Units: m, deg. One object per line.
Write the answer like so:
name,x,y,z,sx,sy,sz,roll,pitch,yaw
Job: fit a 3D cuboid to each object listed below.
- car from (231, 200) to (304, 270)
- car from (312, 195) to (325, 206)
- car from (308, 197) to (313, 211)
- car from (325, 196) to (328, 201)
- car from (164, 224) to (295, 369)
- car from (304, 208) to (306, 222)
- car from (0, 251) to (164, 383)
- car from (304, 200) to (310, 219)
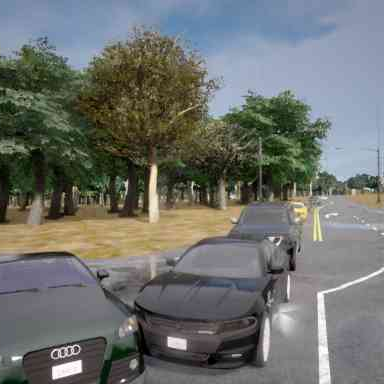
car,2.836,1.459,12.438,2.150,2.045,5.566,-2,0,20
car,21.947,1.563,59.479,2.097,1.767,4.553,-1,0,28
car,14.269,1.752,42.832,1.812,1.442,4.674,-1,0,22
car,33.163,1.601,83.743,1.812,1.442,4.674,-1,0,21
car,0.725,1.613,6.295,1.882,1.535,5.008,-1,-2,21
car,5.054,1.774,18.346,1.895,1.301,4.718,-1,0,21
car,-2.319,1.643,4.992,1.994,1.385,4.181,1,-2,-33
car,8.895,1.674,28.670,1.882,1.535,5.008,-1,0,20
